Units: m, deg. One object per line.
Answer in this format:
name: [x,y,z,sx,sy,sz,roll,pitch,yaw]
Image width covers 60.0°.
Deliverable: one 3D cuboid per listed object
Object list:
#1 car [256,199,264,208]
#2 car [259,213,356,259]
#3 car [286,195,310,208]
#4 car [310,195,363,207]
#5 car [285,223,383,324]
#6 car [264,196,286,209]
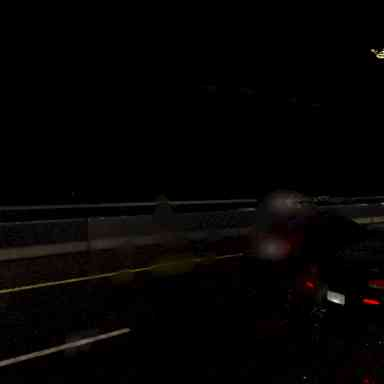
car: [9.251,1.096,37.423,4.181,1.385,1.994,-1,1,-25]
car: [4.205,1.381,10.559,4.674,1.442,1.812,-1,1,-32]
car: [11.554,1.076,30.773,4.902,1.511,2.128,-1,1,-26]
car: [12.119,1.182,27.150,4.181,1.385,1.994,-1,1,-26]
car: [4.153,1.425,6.388,4.674,1.442,1.812,-1,1,-33]
car: [10.101,1.087,33.967,4.674,1.442,1.812,-1,1,-26]
